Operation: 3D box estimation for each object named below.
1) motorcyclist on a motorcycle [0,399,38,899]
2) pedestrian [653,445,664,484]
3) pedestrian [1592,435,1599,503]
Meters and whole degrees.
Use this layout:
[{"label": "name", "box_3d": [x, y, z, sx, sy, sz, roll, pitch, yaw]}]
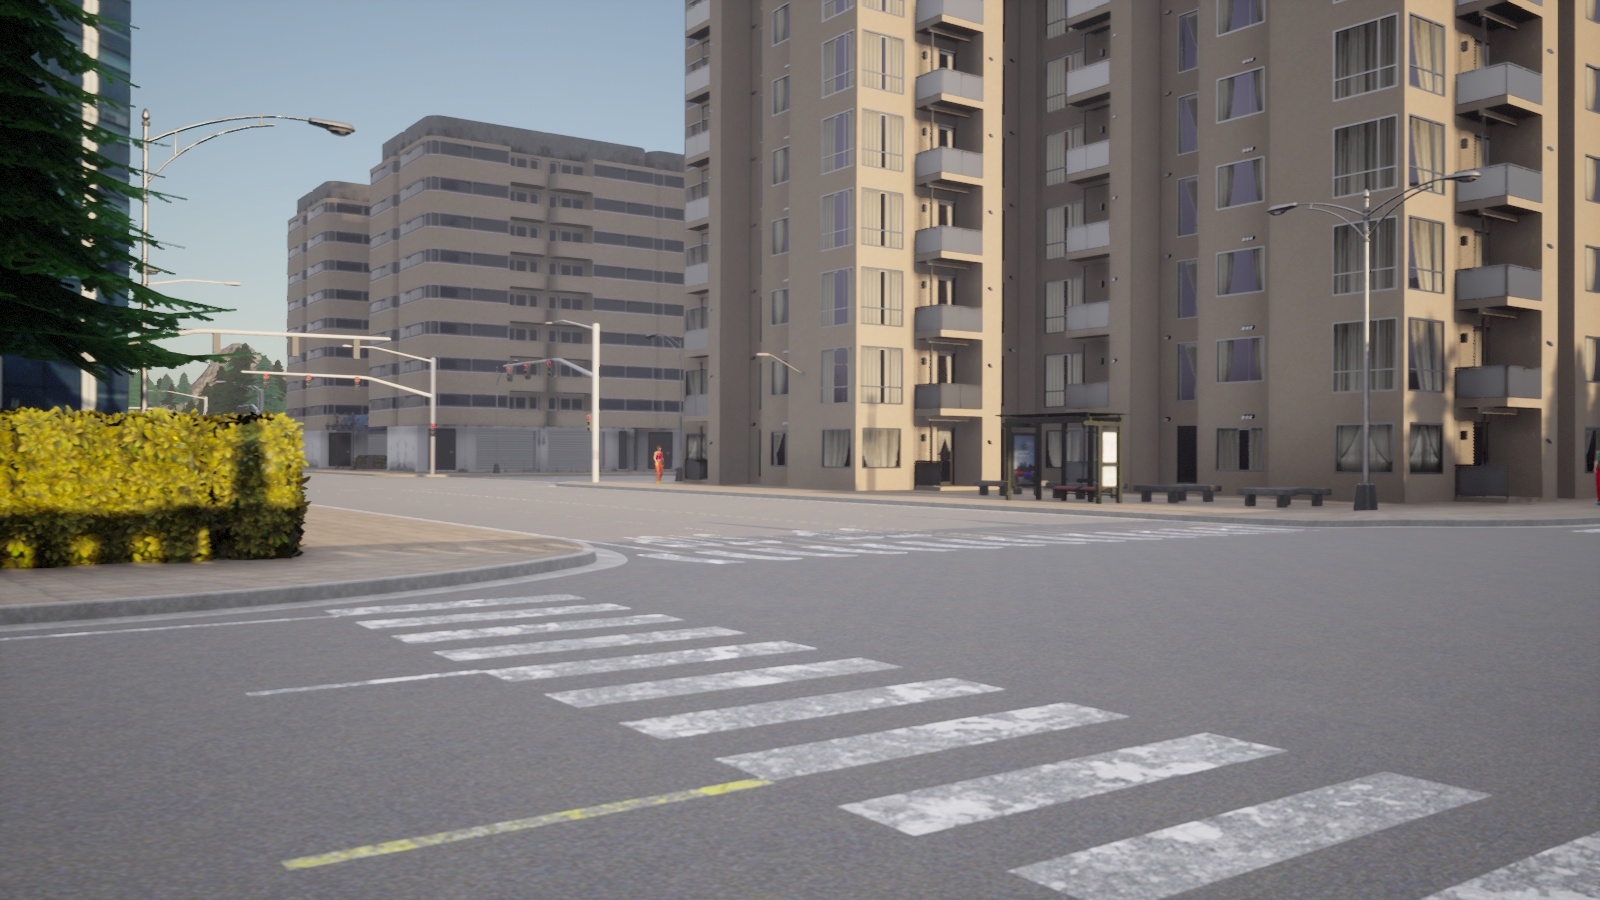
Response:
[{"label": "motorcyclist on a motorcycle", "box_3d": [-2.338, 0.706, 2.045, 1.817, 1.590, 0.866, 0, 0, -35]}, {"label": "pedestrian", "box_3d": [-6.654, 0.676, 59.114, 0.345, 1.836, 0.594, 0, 0, -29]}, {"label": "pedestrian", "box_3d": [21.763, 0.515, 34.022, 0.594, 1.836, 0.345, 0, 0, -39]}]
